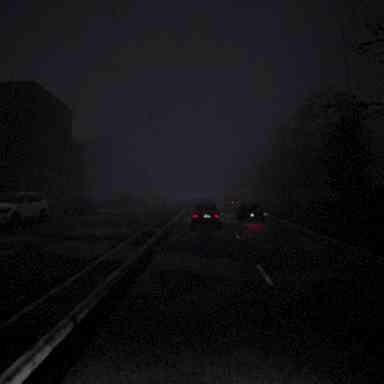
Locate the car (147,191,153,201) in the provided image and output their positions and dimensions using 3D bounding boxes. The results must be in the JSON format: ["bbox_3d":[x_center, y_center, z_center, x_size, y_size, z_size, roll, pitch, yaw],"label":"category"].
[{"bbox_3d":[-9.419,0.988,64.476,1.946,1.575,5.366,0,0,2],"label":"car"}]

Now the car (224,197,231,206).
[{"bbox_3d":[4.944,1.274,41.764,2.033,1.411,5.357,0,0,2],"label":"car"}]

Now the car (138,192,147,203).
[{"bbox_3d":[-9.715,1.037,57.610,2.231,1.521,4.892,0,0,3],"label":"car"}]

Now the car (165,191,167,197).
[{"bbox_3d":[-8.638,0.848,86.878,2.231,1.521,4.892,0,0,2],"label":"car"}]

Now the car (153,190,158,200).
[{"bbox_3d":[-9.219,0.829,70.213,2.185,1.767,4.553,0,0,2],"label":"car"}]

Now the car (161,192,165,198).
[{"bbox_3d":[-8.835,0.632,81.196,2.435,2.045,5.566,0,0,2],"label":"car"}]

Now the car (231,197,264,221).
[{"bbox_3d":[4.313,1.339,25.693,1.837,1.490,4.892,0,1,2],"label":"car"}]

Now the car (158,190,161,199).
[{"bbox_3d":[-9.033,0.917,75.519,1.946,1.575,5.366,0,0,2],"label":"car"}]

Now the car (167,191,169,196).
[{"bbox_3d":[-8.443,0.812,92.401,2.231,1.521,4.892,0,0,2],"label":"car"}]

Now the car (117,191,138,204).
[{"bbox_3d":[-9.988,0.845,48.192,2.435,2.045,5.566,0,0,2],"label":"car"}]

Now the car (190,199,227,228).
[{"bbox_3d":[0.876,1.408,21.189,2.033,1.411,5.357,0,0,2],"label":"car"}]

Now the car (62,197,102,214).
[{"bbox_3d":[-10.571,1.233,31.626,2.163,1.488,4.792,0,0,2],"label":"car"}]

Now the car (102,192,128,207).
[{"bbox_3d":[-10.180,1.133,42.707,2.231,1.521,4.892,0,0,2],"label":"car"}]

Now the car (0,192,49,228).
[{"bbox_3d":[-10.951,1.023,20.585,2.435,2.045,5.566,0,0,2],"label":"car"}]
